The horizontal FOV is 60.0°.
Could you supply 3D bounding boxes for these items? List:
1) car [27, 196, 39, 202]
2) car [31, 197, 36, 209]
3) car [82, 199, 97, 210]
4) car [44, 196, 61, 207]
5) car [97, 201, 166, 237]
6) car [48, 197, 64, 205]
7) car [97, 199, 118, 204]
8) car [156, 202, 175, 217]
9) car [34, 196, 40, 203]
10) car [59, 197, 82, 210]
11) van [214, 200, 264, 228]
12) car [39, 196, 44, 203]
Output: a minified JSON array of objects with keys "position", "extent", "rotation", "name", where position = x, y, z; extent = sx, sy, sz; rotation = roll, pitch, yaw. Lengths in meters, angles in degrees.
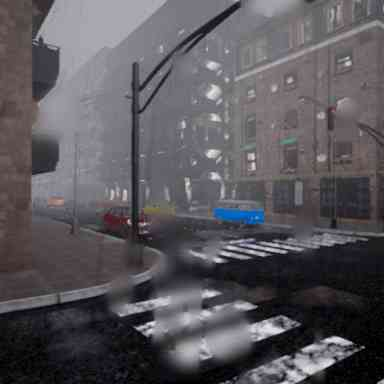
[{"position":[-39.882,1.747,83.338],"extent":[1.802,1.307,4.206],"rotation":[0,0,-36],"name":"car"},{"position":[-23.448,1.681,46.330],"extent":[1.802,1.307,4.206],"rotation":[0,0,-36],"name":"car"},{"position":[-13.327,1.687,46.639],"extent":[1.887,1.381,4.507],"rotation":[0,0,-36],"name":"car"},{"position":[-22.076,1.484,54.142],"extent":[2.097,1.767,4.553],"rotation":[0,0,-36],"name":"car"},{"position":[-3.533,1.549,18.808],"extent":[1.967,1.590,4.097],"rotation":[1,0,-36],"name":"car"},{"position":[-26.604,1.702,64.989],"extent":[2.008,1.369,4.403],"rotation":[0,0,-36],"name":"car"},{"position":[-10.008,1.685,42.052],"extent":[1.887,1.381,4.507],"rotation":[0,0,-36],"name":"car"},{"position":[-3.471,1.668,33.017],"extent":[1.752,1.417,4.829],"rotation":[0,0,-36],"name":"car"},{"position":[-33.243,1.700,74.164],"extent":[1.887,1.381,4.507],"rotation":[0,0,-36],"name":"car"},{"position":[-16.460,1.676,46.467],"extent":[2.033,1.411,5.357],"rotation":[0,0,-36],"name":"car"},{"position":[3.269,1.495,23.706],"extent":[1.690,1.788,3.998],"rotation":[0,0,-36],"name":"van"},{"position":[-29.923,1.704,69.577],"extent":[2.008,1.369,4.403],"rotation":[0,0,-36],"name":"car"}]
